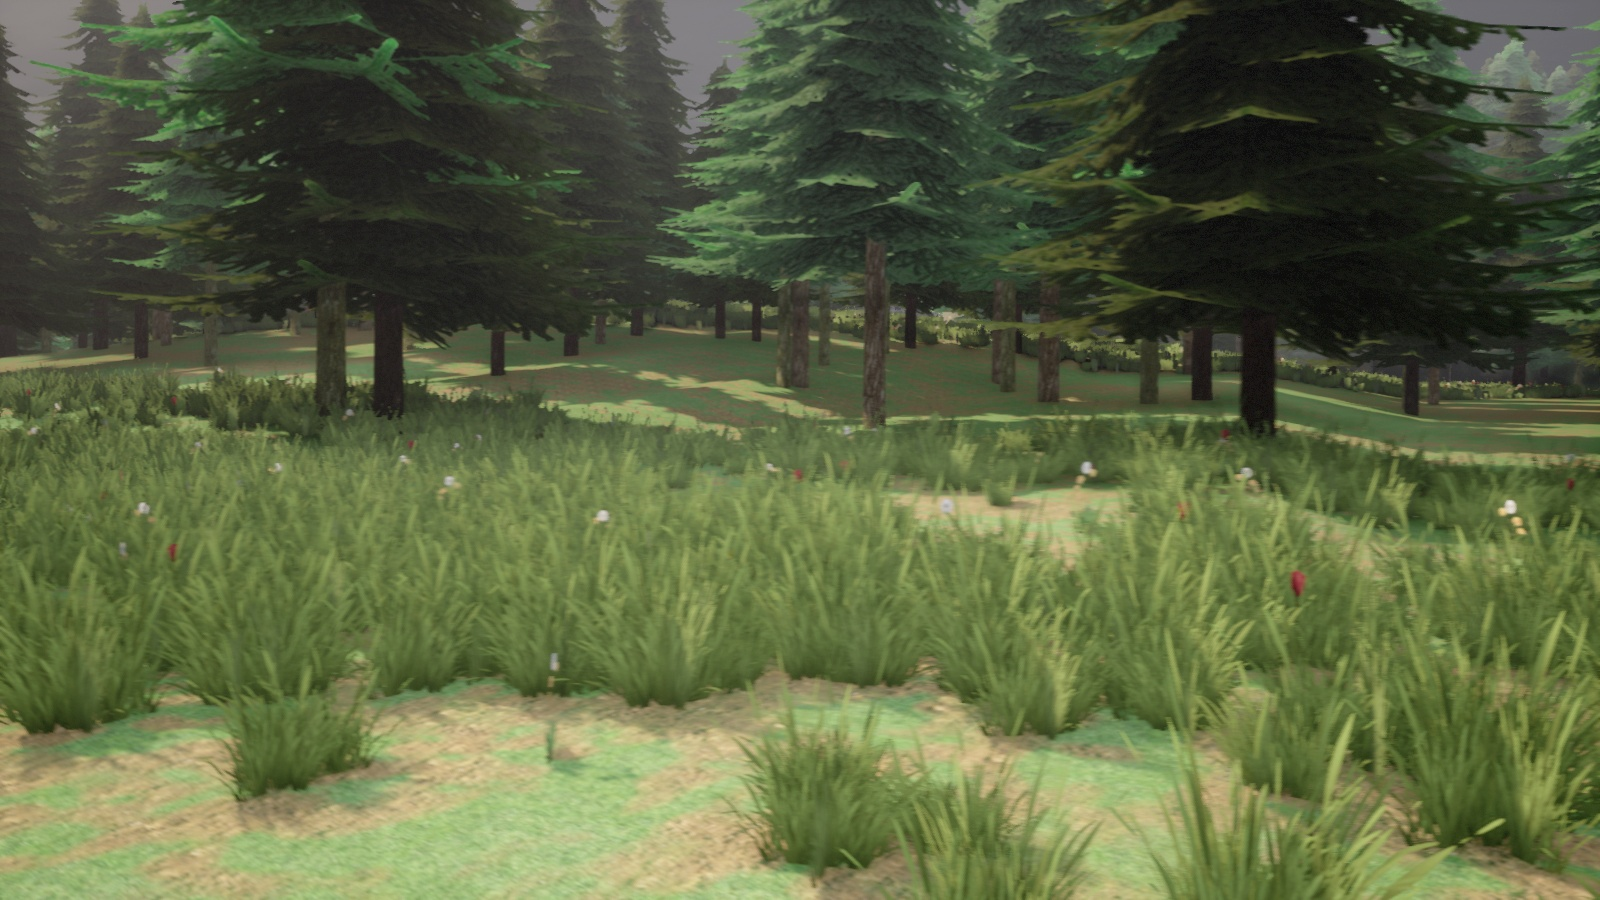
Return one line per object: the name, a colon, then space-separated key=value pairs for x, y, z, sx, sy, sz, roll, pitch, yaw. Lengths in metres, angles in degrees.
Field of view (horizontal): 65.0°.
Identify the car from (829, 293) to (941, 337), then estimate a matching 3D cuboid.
car: x=3.926 y=-6.296 z=58.701 sx=4.892 sy=1.490 sz=1.837 roll=4 pitch=1 yaw=-5
